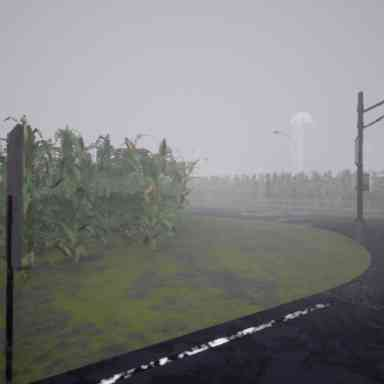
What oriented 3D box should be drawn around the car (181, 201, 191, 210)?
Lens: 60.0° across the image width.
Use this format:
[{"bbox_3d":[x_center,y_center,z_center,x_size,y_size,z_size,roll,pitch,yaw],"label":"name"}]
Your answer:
[{"bbox_3d":[-1.927,1.095,35.096,1.812,1.442,4.674,1,0,-39],"label":"car"}]
